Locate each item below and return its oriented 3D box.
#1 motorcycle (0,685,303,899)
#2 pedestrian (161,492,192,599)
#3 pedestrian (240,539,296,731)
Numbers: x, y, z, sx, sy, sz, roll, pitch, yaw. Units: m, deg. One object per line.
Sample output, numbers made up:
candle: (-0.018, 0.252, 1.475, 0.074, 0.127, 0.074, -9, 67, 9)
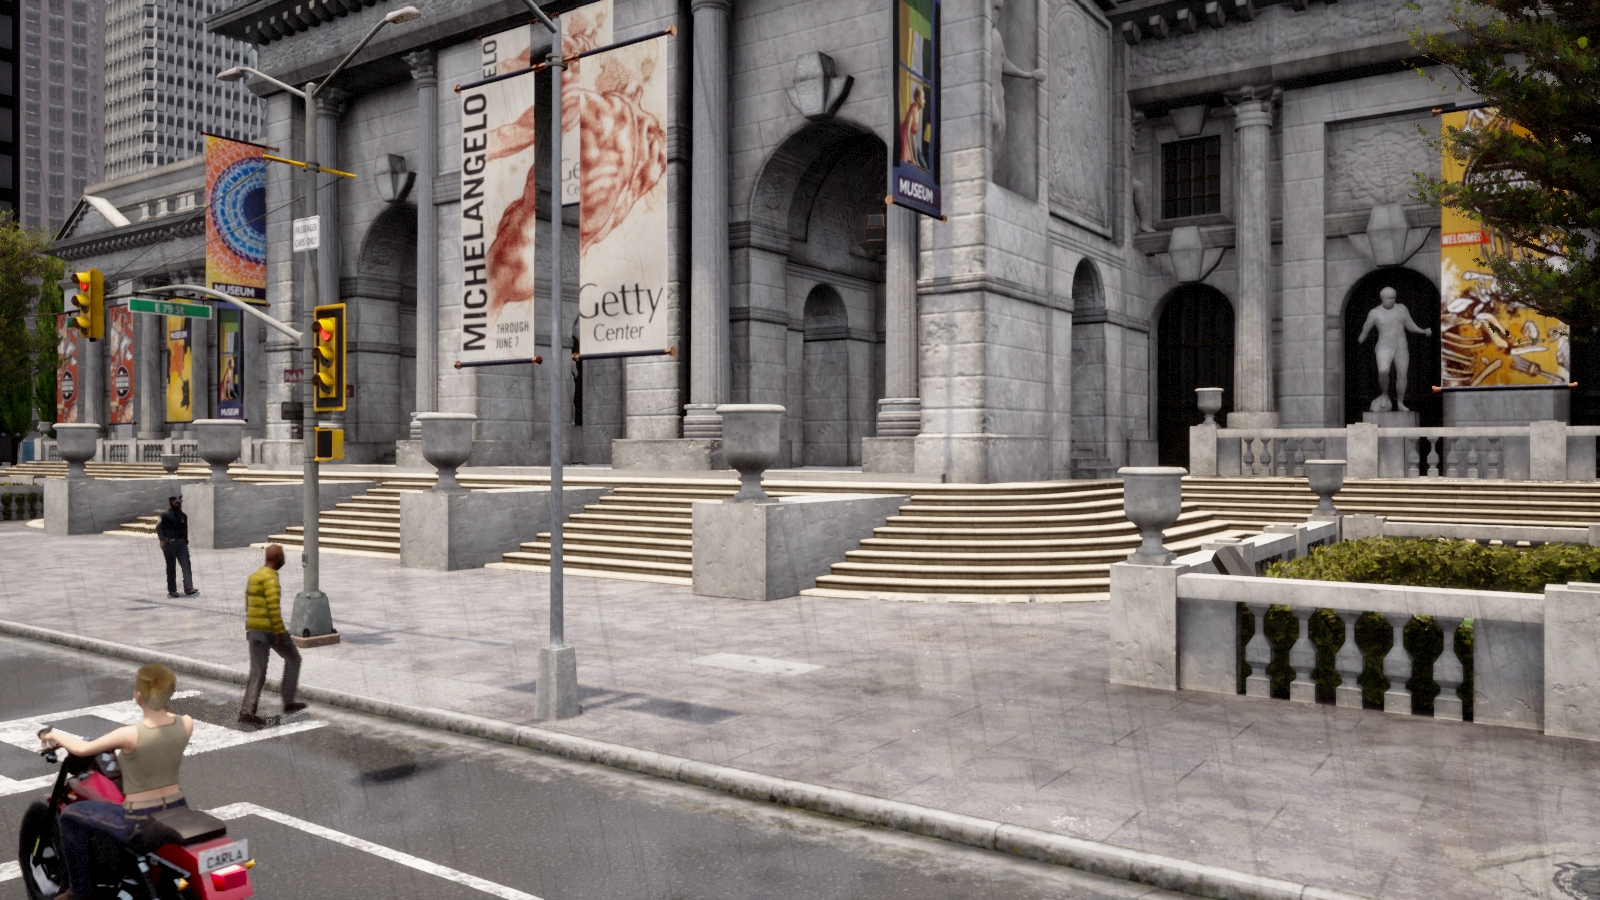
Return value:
motorcycle: (-3.839, 2.167, 6.467, 2.356, 1.277, 0.764, 0, 0, 35)
pedestrian: (-11.090, 1.688, 20.314, 0.375, 1.860, 0.375, 0, 0, 39)
pedestrian: (-5.368, 1.844, 11.534, 0.375, 1.860, 0.375, 0, 0, 33)
